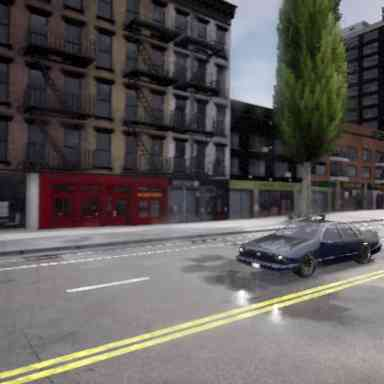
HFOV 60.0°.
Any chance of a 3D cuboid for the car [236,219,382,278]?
[{"bbox_3d":[3.884,1.590,10.433,5.357,1.411,2.033,0,0,-35],"label":"car"}]
